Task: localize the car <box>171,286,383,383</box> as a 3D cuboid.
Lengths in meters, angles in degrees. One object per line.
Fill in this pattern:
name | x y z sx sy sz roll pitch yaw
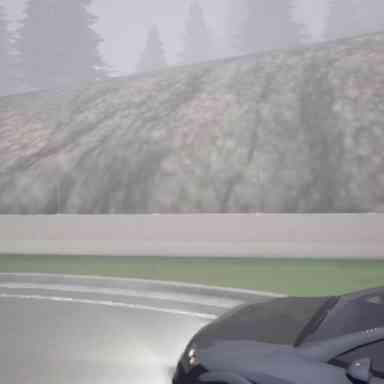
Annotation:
car | 1.865 1.462 2.533 4.181 1.385 1.994 0 2 35
